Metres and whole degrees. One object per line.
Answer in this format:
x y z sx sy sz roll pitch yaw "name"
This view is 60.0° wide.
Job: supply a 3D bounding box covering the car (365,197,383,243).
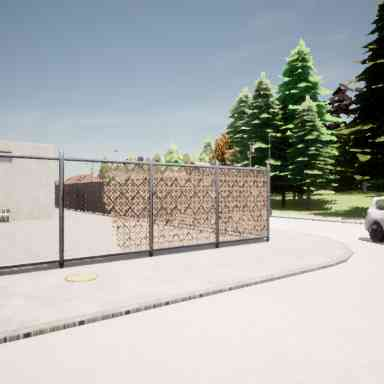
9.227 1.222 13.096 2.150 2.045 5.566 1 0 -4 "car"
